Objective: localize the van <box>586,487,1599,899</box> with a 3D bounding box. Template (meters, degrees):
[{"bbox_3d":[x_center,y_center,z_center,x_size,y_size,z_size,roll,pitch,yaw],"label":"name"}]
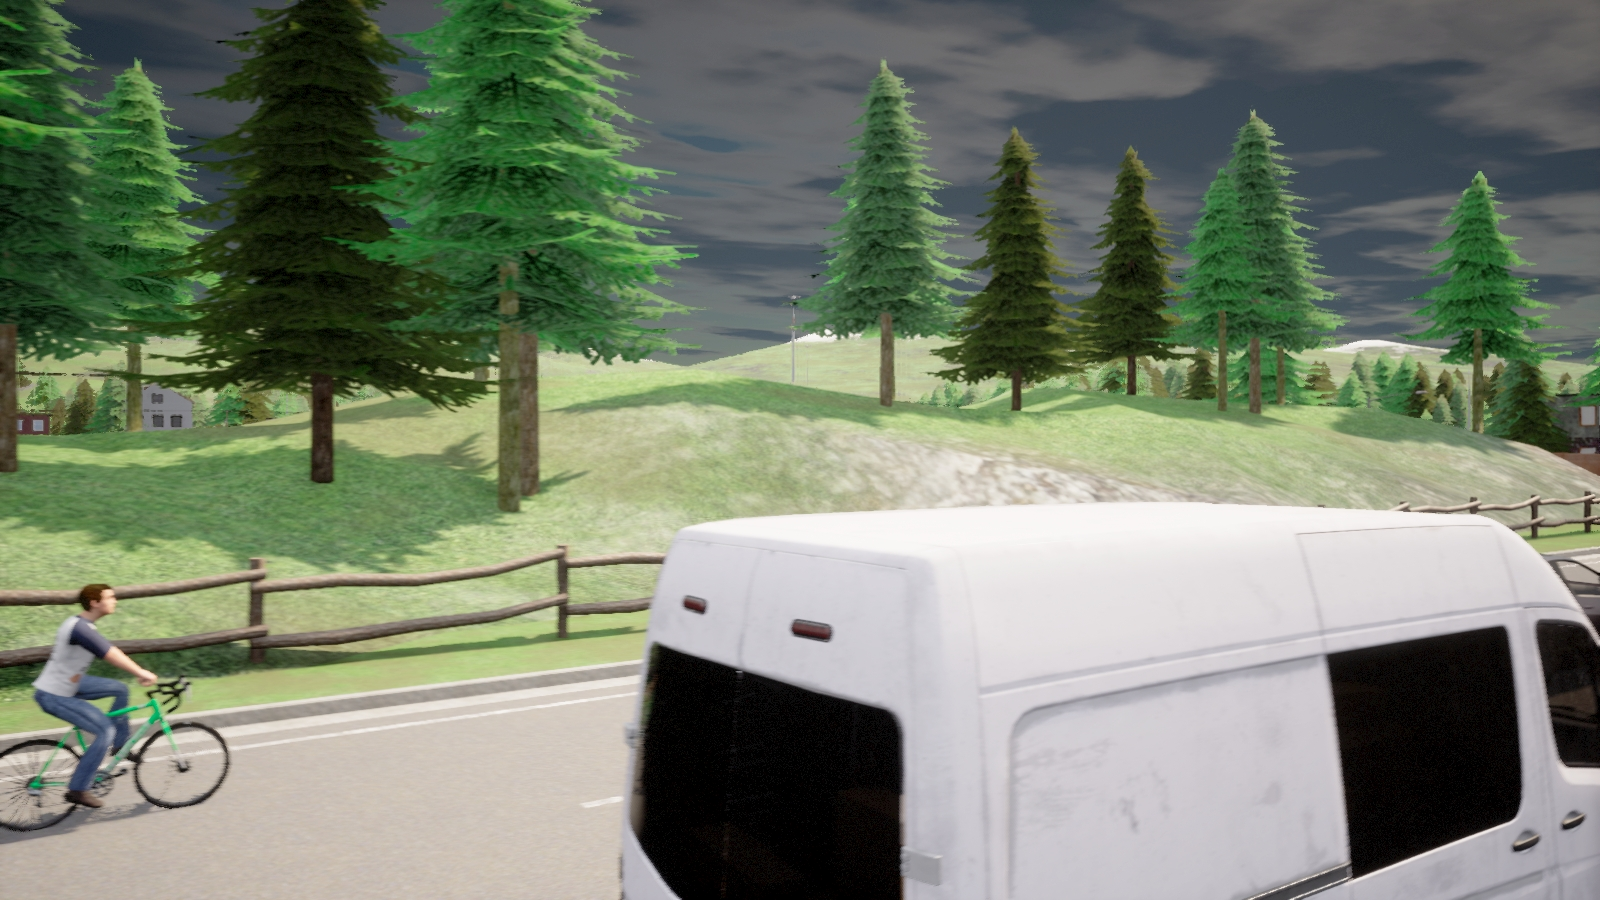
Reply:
[{"bbox_3d":[2.160,1.537,5.319,5.915,2.561,1.988,0,0,-35],"label":"van"}]

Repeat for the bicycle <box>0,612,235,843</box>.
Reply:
[{"bbox_3d":[-5.233,2.057,8.673,1.643,1.496,0.373,1,0,-35],"label":"bicycle"}]

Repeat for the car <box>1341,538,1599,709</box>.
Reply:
[{"bbox_3d":[9.074,2.046,14.528,4.514,1.525,2.007,0,0,-35],"label":"car"}]
